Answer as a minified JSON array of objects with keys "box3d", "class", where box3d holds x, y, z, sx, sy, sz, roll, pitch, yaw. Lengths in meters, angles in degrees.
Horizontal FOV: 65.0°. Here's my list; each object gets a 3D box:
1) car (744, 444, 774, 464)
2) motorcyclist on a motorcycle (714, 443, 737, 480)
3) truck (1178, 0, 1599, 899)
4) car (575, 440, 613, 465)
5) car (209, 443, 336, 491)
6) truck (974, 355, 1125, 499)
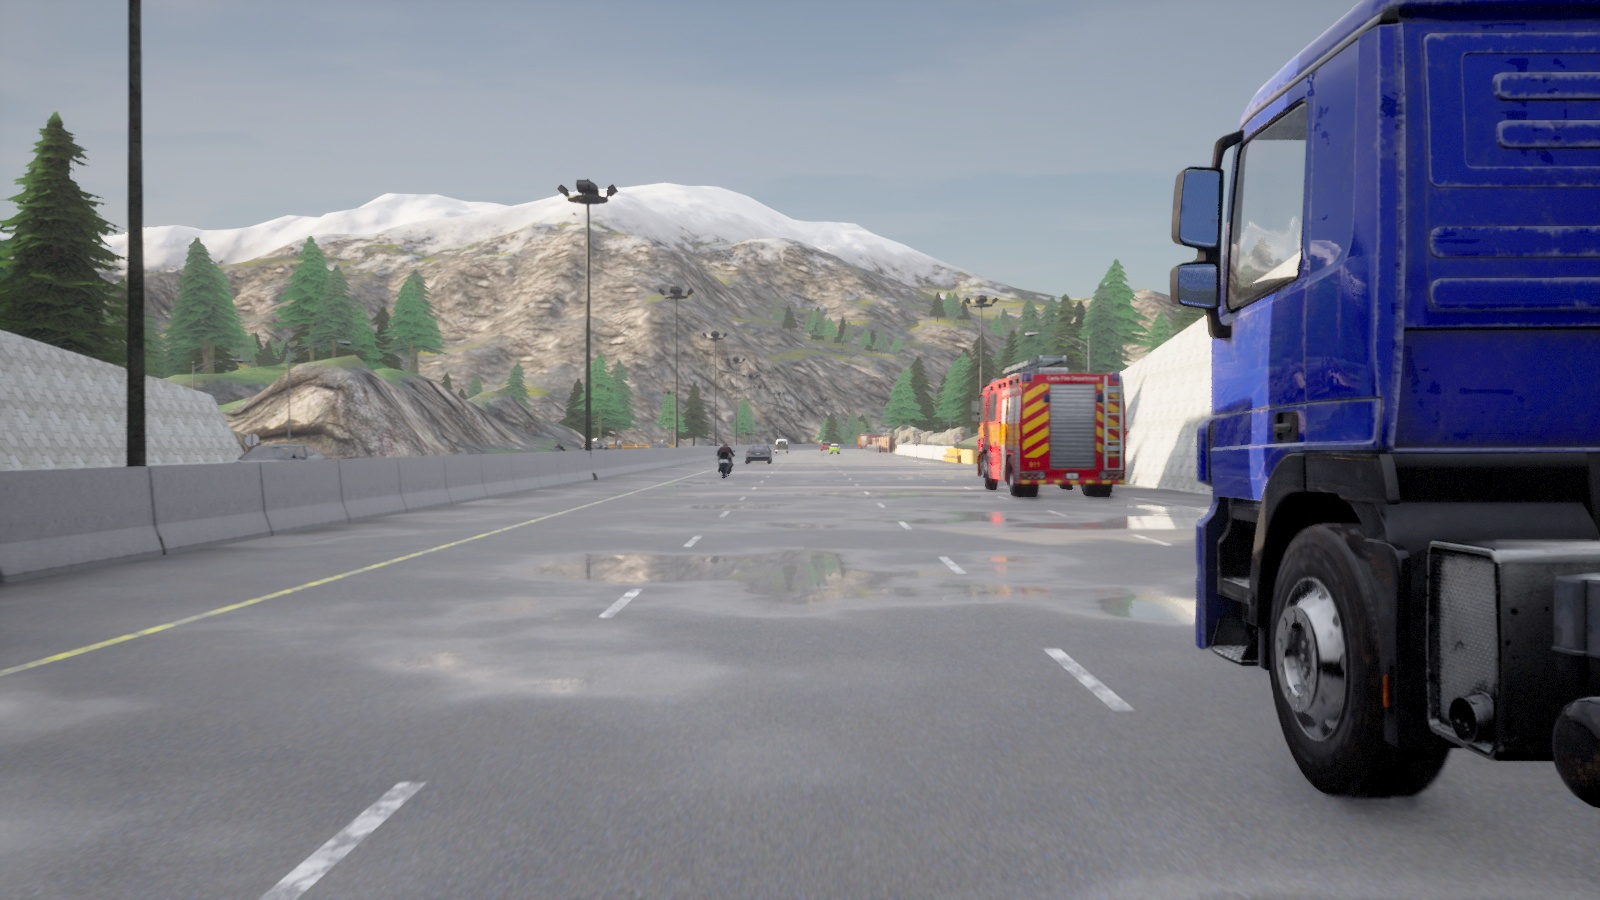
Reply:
[{"box3d":[-2.964,0.276,91.516,2.033,1.411,5.357,0,0,0],"class":"car"},{"box3d":[-3.179,0.476,53.717,0.866,1.530,2.191,0,0,0],"class":"motorcyclist on a motorcycle"},{"box3d":[3.533,-0.250,3.015,2.891,3.462,7.936,0,0,0],"class":"truck"},{"box3d":[-13.515,0.169,82.487,1.851,1.617,3.988,0,0,0],"class":"car"},{"box3d":[-17.250,0.499,41.346,2.163,1.488,4.792,0,0,0],"class":"car"},{"box3d":[7.231,-0.625,37.642,2.891,3.827,8.468,0,0,0],"class":"truck"}]
